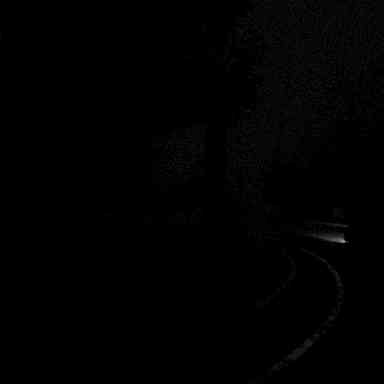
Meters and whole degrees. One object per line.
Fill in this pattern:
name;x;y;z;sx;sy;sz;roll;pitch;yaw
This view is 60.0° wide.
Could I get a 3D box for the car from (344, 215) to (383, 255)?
car;7.156;1.490;11.861;1.994;1.385;4.181;1;1;2
